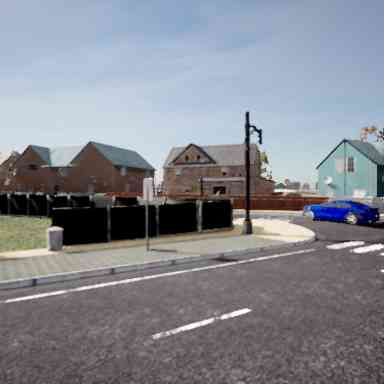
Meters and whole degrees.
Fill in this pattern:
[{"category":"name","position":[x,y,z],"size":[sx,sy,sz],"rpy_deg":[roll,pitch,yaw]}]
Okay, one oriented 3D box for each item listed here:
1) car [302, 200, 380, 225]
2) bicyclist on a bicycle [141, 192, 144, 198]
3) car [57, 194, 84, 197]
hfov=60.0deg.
[{"category":"car","position":[9.873,1.263,22.426],"size":[1.882,1.535,5.008],"rpy_deg":[1,1,-37]},{"category":"bicyclist on a bicycle","position":[-4.736,0.780,32.567],"size":[0.582,1.620,1.656],"rpy_deg":[1,1,19]},{"category":"car","position":[-10.049,0.937,28.203],"size":[4.902,1.511,2.128],"rpy_deg":[1,0,19]}]
